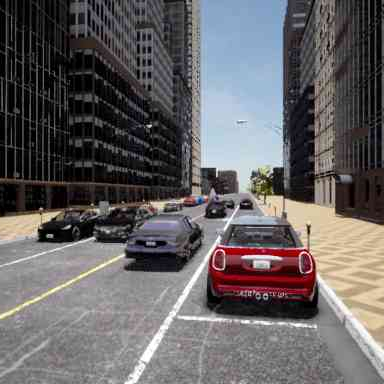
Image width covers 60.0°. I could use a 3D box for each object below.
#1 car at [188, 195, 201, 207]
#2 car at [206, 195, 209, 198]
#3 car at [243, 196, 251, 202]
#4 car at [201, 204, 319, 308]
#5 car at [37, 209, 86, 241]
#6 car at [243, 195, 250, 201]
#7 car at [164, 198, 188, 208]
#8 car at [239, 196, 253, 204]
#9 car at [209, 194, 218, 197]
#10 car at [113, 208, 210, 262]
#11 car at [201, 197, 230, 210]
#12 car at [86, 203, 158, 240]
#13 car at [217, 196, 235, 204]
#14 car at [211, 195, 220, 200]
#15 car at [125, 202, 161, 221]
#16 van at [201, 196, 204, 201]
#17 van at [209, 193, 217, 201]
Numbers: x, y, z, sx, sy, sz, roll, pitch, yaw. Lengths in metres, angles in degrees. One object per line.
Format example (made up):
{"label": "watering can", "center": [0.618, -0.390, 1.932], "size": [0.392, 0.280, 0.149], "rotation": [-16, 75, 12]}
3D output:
{"label": "car", "center": [-0.253, 1.522, 50.423], "size": [1.887, 1.381, 4.507], "rotation": [0, 0, 9]}
{"label": "car", "center": [1.620, 1.550, 61.653], "size": [1.802, 1.307, 4.206], "rotation": [0, 0, 9]}
{"label": "car", "center": [12.694, 1.533, 77.103], "size": [1.802, 1.307, 4.206], "rotation": [0, 0, 9]}
{"label": "car", "center": [1.628, 1.352, 8.205], "size": [2.097, 1.767, 4.553], "rotation": [0, 0, 9]}
{"label": "car", "center": [-5.872, 1.563, 16.736], "size": [1.947, 1.339, 4.313], "rotation": [0, 0, 9]}
{"label": "car", "center": [13.658, 1.469, 82.886], "size": [1.752, 1.417, 4.829], "rotation": [0, 0, 9]}
{"label": "car", "center": [-2.126, 1.536, 39.194], "size": [2.008, 1.369, 4.403], "rotation": [0, 0, 9]}
{"label": "car", "center": [7.075, 1.548, 43.417], "size": [1.947, 1.339, 4.313], "rotation": [0, 0, 9]}
{"label": "car", "center": [4.430, 1.390, 78.496], "size": [1.967, 1.590, 4.097], "rotation": [0, 0, 9]}
{"label": "car", "center": [-0.771, 1.546, 12.133], "size": [2.033, 1.411, 5.357], "rotation": [0, 0, 9]}
{"label": "car", "center": [2.325, 1.516, 31.300], "size": [1.812, 1.442, 4.674], "rotation": [0, 0, 9]}
{"label": "car", "center": [-3.236, 1.502, 16.823], "size": [1.837, 1.490, 4.892], "rotation": [0, 0, 9]}
{"label": "car", "center": [5.004, 1.544, 46.757], "size": [1.994, 1.385, 4.181], "rotation": [0, 0, 9]}
{"label": "car", "center": [6.303, 1.503, 89.726], "size": [1.947, 1.339, 4.313], "rotation": [0, 0, 9]}
{"label": "car", "center": [-3.998, 1.574, 27.963], "size": [1.802, 1.307, 4.206], "rotation": [0, 0, 9]}
{"label": "van", "center": [0.685, 1.314, 56.038], "size": [1.690, 1.788, 3.998], "rotation": [0, 0, 9]}
{"label": "van", "center": [5.368, 1.285, 84.111], "size": [1.690, 1.788, 3.998], "rotation": [0, 0, 9]}
